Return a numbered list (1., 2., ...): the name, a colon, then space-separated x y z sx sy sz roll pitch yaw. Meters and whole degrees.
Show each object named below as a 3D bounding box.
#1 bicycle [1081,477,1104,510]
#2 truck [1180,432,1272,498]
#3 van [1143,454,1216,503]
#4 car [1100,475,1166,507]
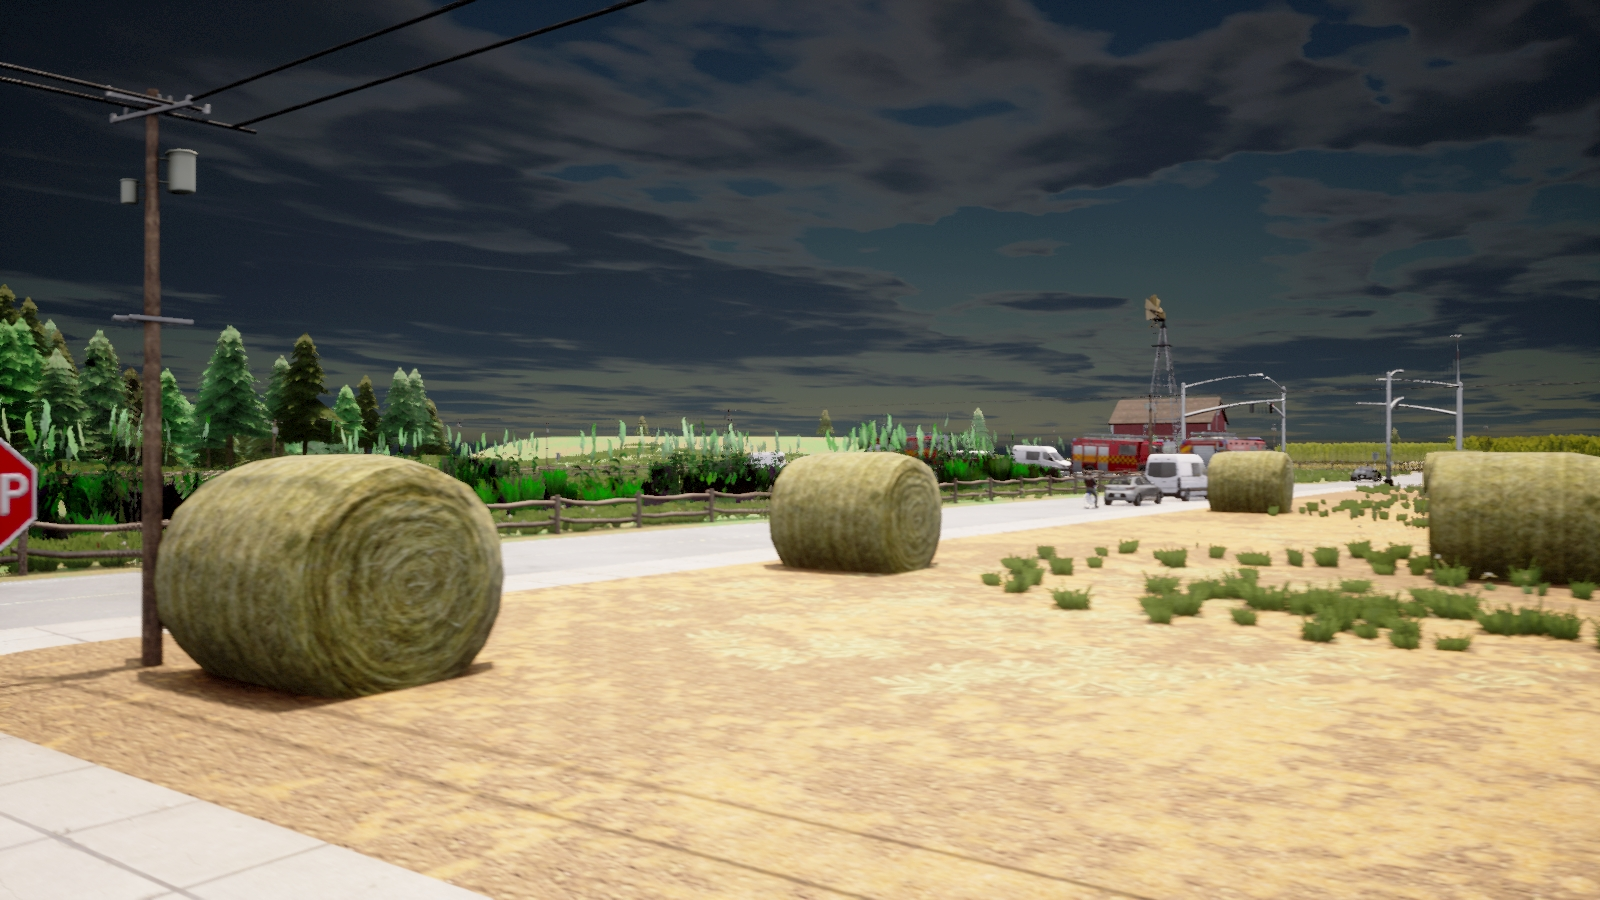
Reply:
1. bicycle: 13.767 2.025 53.783 0.329 1.471 1.835 0 0 38
2. truck: 26.109 0.855 69.719 2.891 3.827 8.468 0 0 38
3. van: 21.044 1.499 63.163 1.988 2.561 5.915 0 0 38
4. car: 16.858 2.030 57.755 1.816 1.474 4.193 0 0 38
